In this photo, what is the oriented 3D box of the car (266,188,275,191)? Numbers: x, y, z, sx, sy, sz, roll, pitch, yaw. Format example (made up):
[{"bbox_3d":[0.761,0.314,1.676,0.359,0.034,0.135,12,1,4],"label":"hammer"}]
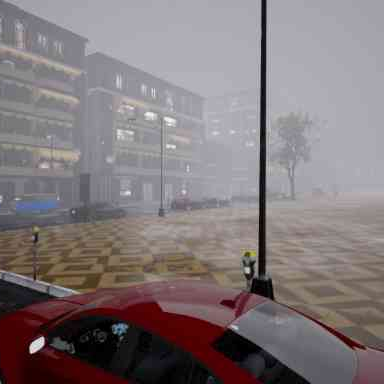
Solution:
[{"bbox_3d":[13.242,0.357,57.011,2.150,2.045,5.566,1,1,35],"label":"car"}]

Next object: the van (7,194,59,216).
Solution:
[{"bbox_3d":[-13.524,1.035,28.530,1.690,1.788,3.998,2,2,35],"label":"van"}]

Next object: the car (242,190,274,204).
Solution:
[{"bbox_3d":[9.268,0.876,46.589,2.008,1.369,4.403,2,2,35],"label":"car"}]

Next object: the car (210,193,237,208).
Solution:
[{"bbox_3d":[2.900,1.050,37.451,2.008,1.369,4.403,2,2,35],"label":"car"}]

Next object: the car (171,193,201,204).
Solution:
[{"bbox_3d":[-0.791,0.910,46.811,1.947,1.339,4.313,2,2,35],"label":"car"}]

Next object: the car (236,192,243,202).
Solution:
[{"bbox_3d":[7.360,0.788,48.472,2.128,1.511,4.902,1,1,34],"label":"car"}]

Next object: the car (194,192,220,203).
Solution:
[{"bbox_3d":[2.393,0.808,51.380,2.008,1.369,4.403,2,2,35],"label":"car"}]

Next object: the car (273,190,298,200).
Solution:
[{"bbox_3d":[15.734,0.675,55.866,1.752,1.417,4.829,2,2,35],"label":"car"}]

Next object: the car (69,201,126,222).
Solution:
[{"bbox_3d":[-6.651,1.329,23.745,1.947,1.339,4.313,2,2,35],"label":"car"}]

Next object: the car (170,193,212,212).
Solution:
[{"bbox_3d":[-0.284,1.132,32.881,1.887,1.381,4.507,2,2,35],"label":"car"}]

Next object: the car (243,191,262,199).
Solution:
[{"bbox_3d":[11.848,0.525,64.947,1.752,1.417,4.829,2,2,35],"label":"car"}]

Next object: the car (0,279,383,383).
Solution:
[{"bbox_3d":[-0.310,1.544,3.090,4.507,1.381,1.887,0,0,36],"label":"car"}]

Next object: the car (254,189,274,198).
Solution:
[{"bbox_3d":[15.132,0.227,69.650,2.192,1.841,5.009,2,2,35],"label":"car"}]

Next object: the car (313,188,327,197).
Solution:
[{"bbox_3d":[29.099,0.008,75.579,2.150,2.045,5.566,1,1,35],"label":"car"}]

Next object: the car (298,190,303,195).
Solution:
[{"bbox_3d":[27.865,0.114,87.932,1.887,1.381,4.507,2,2,35],"label":"car"}]

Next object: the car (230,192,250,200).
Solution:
[{"bbox_3d":[8.761,0.649,60.519,1.947,1.339,4.313,2,2,35],"label":"car"}]
